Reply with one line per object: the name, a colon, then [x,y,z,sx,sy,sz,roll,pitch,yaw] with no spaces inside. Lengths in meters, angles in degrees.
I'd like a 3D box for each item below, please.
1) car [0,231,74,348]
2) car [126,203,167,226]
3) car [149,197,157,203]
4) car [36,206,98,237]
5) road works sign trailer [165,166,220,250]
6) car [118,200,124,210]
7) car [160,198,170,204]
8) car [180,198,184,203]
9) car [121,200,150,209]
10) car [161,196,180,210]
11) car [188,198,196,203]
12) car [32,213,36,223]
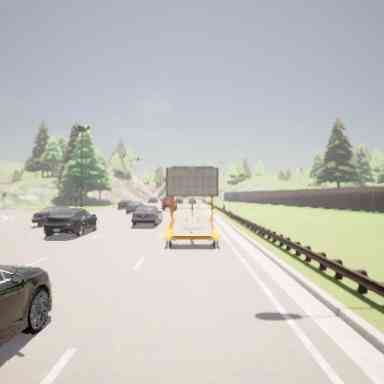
car: [-3.397,1.532,3.987,2.128,1.511,4.902,0,-1,0]
car: [-3.382,1.798,25.556,2.033,1.411,5.357,0,-1,0]
car: [-10.436,2.206,88.494,2.097,1.767,4.553,0,-1,0]
car: [-6.886,1.696,19.321,1.837,1.490,4.892,0,0,0]
road works sign trailer: [0.011,0.612,15.065,2.380,3.560,2.880,0,-1,0]
car: [-10.362,2.014,52.281,1.837,1.490,4.892,0,-1,0]
car: [-6.938,2.354,86.019,2.128,1.511,4.902,0,-1,0]
car: [-3.438,2.310,86.018,1.837,1.490,4.892,0,-1,0]
car: [-6.870,1.949,41.033,2.033,1.411,5.357,0,-1,0]
car: [-3.363,1.714,50.625,2.150,2.045,5.566,0,-1,0]
car: [0.063,2.384,86.397,1.994,1.385,4.181,0,-1,0]
car: [-10.384,1.800,25.785,2.033,1.411,5.357,0,-1,0]
